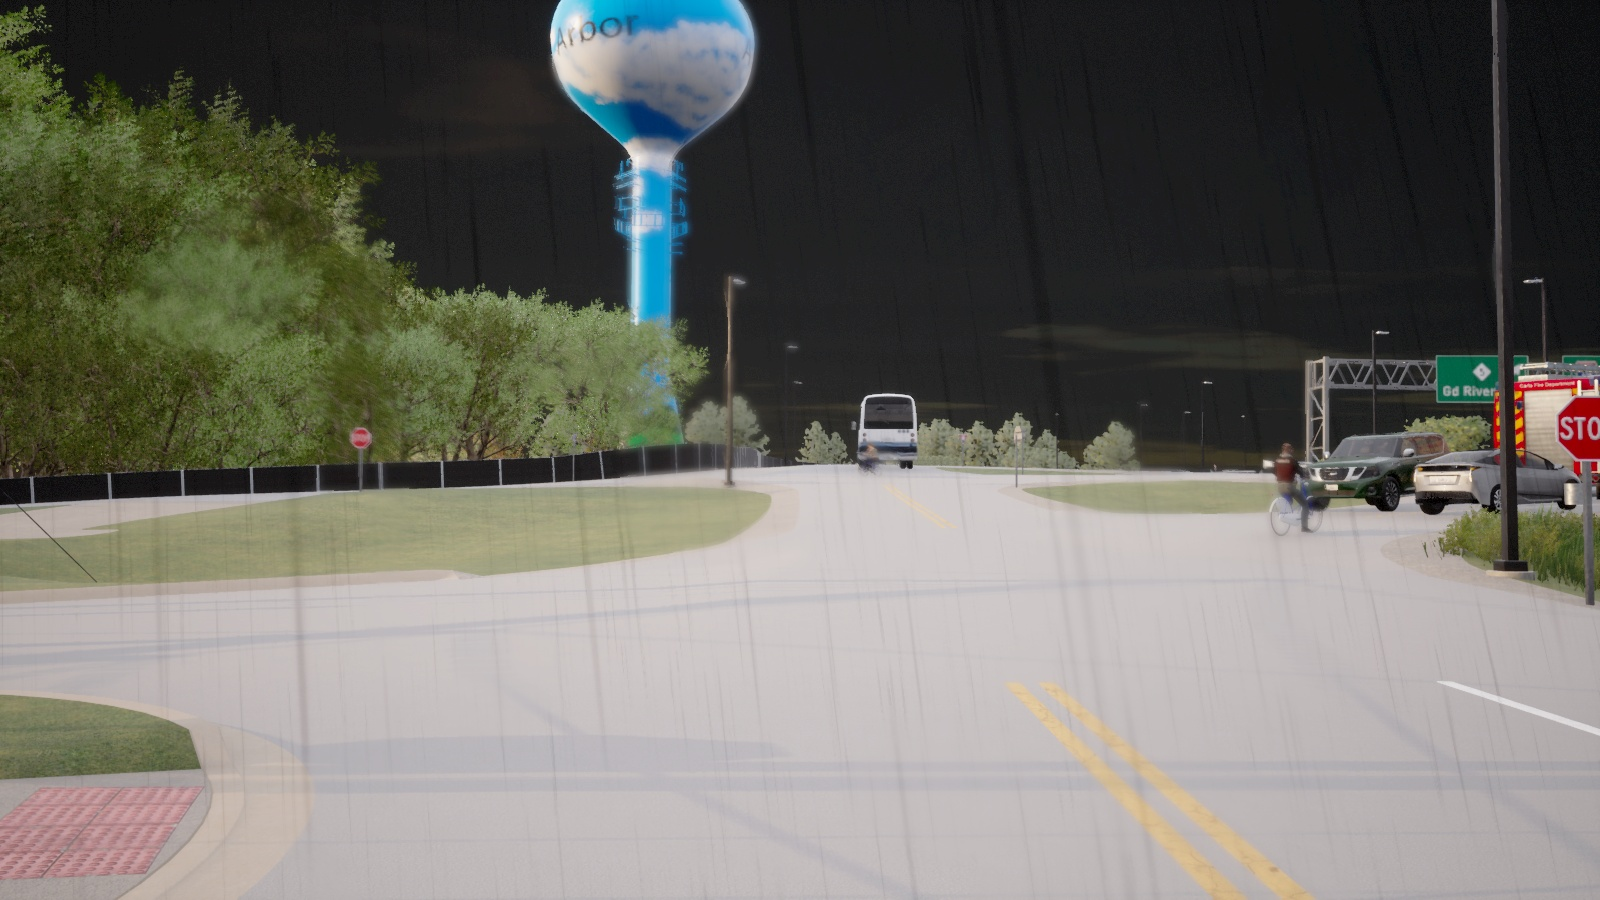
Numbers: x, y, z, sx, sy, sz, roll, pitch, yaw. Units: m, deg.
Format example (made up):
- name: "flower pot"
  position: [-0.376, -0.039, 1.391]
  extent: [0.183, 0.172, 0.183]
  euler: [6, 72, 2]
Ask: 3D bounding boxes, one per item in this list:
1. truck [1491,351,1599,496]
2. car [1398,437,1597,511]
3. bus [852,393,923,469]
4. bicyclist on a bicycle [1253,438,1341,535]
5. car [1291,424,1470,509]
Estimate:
- name: "truck"
  position: [23.802, -0.751, 36.896]
  extent: [8.468, 3.827, 2.891]
  euler: [-2, -1, -38]
- name: "car"
  position: [16.543, 0.550, 29.740]
  extent: [4.514, 1.525, 2.007]
  euler: [-2, -1, -30]
- name: "bus"
  position: [5.156, -1.082, 75.861]
  extent: [3.944, 4.253, 10.273]
  euler: [0, 0, 2]
- name: "bicyclist on a bicycle"
  position: [9.643, 0.688, 24.331]
  extent: [1.843, 1.776, 0.659]
  euler: [-2, -1, -38]
- name: "car"
  position: [15.787, 0.425, 33.992]
  extent: [5.566, 2.045, 2.150]
  euler: [-2, -1, -40]
